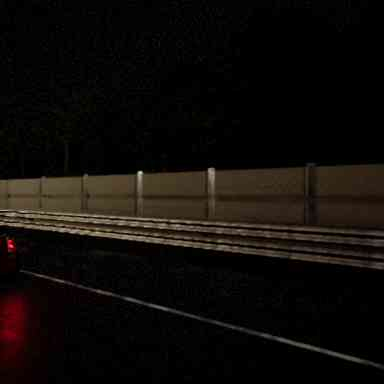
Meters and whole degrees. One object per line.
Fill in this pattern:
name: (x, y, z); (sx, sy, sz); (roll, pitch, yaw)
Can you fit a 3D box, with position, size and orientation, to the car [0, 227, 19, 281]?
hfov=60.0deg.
car: (-6.536, 1.355, 8.653); (4.553, 1.767, 2.097); (0, 0, 35)
